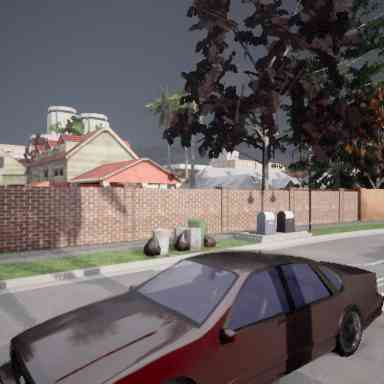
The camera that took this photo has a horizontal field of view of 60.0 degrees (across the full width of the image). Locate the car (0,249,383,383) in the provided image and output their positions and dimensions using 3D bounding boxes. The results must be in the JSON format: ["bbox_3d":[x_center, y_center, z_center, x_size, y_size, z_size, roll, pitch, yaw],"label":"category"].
[{"bbox_3d":[0.583,1.548,4.445,5.357,1.411,2.033,0,0,-38],"label":"car"}]
